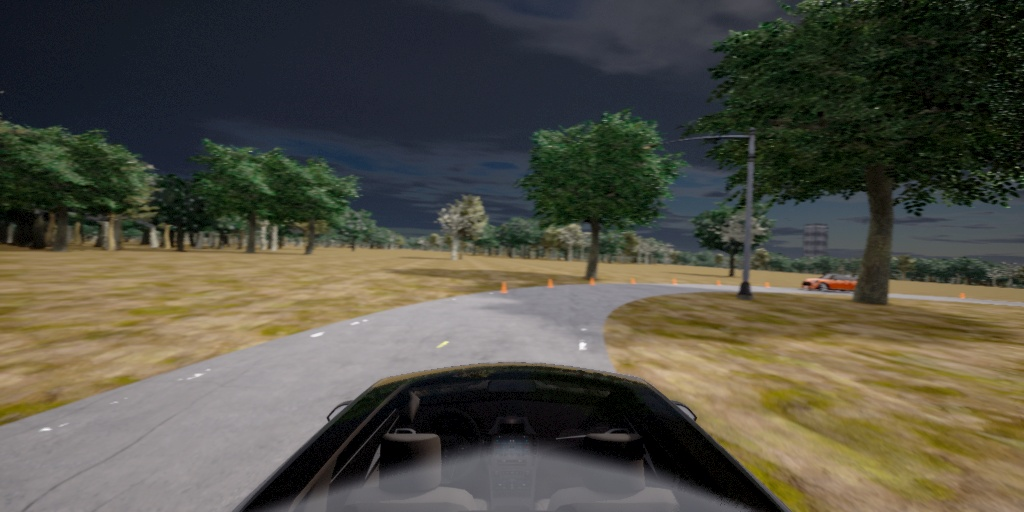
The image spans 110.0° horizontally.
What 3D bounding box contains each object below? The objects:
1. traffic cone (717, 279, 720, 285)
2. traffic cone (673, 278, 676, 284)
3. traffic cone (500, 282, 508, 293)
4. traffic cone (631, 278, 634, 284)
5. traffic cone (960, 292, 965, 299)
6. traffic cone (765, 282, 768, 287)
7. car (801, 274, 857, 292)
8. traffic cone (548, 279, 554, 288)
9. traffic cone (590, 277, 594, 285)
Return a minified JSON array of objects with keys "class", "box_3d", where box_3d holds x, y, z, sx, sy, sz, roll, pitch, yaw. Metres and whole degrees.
[{"class":"traffic cone","box_3d":[20.451,2.614,35.514,0.340,0.580,0.340,0,0,-14]},{"class":"traffic cone","box_3d":[15.284,2.369,33.772,0.340,0.580,0.340,0,0,-24]},{"class":"traffic cone","box_3d":[-0.438,1.673,19.279,0.340,0.580,0.340,0,0,29]},{"class":"traffic cone","box_3d":[10.494,2.147,31.168,0.340,0.580,0.340,0,0,-33]},{"class":"traffic cone","box_3d":[41.738,3.654,33.238,0.340,0.580,0.340,0,0,26]},{"class":"traffic cone","box_3d":[25.841,2.871,36.342,0.340,0.580,0.340,0,0,-4]},{"class":"car","box_3d":[30.254,2.491,33.891,4.553,1.767,2.097,3,0,7]},{"class":"traffic cone","box_3d":[2.542,1.798,23.821,0.340,0.580,0.340,0,0,38]},{"class":"traffic cone","box_3d":[6.219,1.956,27.819,0.340,0.580,0.340,0,0,-43]}]
